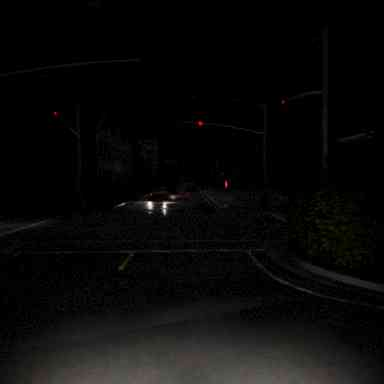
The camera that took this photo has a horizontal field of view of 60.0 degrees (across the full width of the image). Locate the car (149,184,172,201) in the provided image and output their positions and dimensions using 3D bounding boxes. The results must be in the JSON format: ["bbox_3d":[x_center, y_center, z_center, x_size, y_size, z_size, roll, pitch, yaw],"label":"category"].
[{"bbox_3d":[-3.720,0.147,37.792,1.882,1.535,5.008,-1,2,0],"label":"car"}]

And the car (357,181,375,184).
[{"bbox_3d":[19.012,-0.181,34.242,1.905,1.878,3.866,-1,2,0],"label":"car"}]

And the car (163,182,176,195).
[{"bbox_3d":[-3.744,-0.664,53.799,2.150,2.045,5.566,-1,2,0],"label":"car"}]

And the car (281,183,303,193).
[{"bbox_3d":[15.263,-0.538,52.100,2.007,1.523,4.514,-1,2,0],"label":"car"}]

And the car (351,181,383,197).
[{"bbox_3d":[22.256,-0.468,42.123,1.932,1.855,4.605,-1,2,0],"label":"car"}]

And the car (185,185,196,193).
[{"bbox_3d":[-0.177,-0.567,58.719,1.812,1.442,4.674,-1,2,0],"label":"car"}]

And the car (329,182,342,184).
[{"bbox_3d":[25.301,-1.045,59.514,2.152,1.636,5.027,-1,2,0],"label":"car"}]
